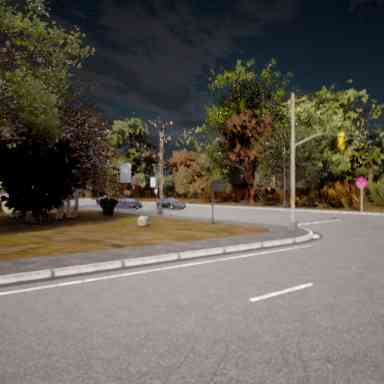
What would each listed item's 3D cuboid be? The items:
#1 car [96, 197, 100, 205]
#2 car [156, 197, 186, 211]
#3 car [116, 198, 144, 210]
[{"bbox_3d":[-14.765,1.503,56.508,1.812,1.442,4.674,0,0,-39],"label":"car"},{"bbox_3d":[-2.669,1.458,41.169,1.837,1.490,4.892,0,0,-39],"label":"car"},{"bbox_3d":[-8.241,1.510,42.552,2.033,1.411,5.357,0,0,-38],"label":"car"}]
